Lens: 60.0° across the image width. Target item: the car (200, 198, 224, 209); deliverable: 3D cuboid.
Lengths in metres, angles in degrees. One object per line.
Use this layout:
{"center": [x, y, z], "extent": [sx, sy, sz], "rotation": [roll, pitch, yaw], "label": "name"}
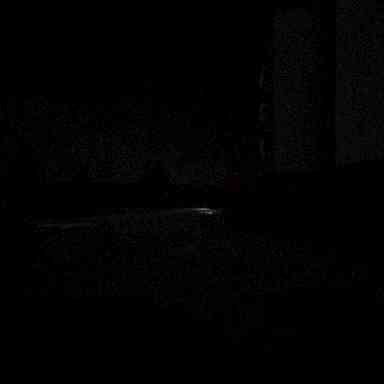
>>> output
{"center": [3.197, 1.479, 44.417], "extent": [2.033, 1.411, 5.357], "rotation": [0, 0, 36], "label": "car"}
